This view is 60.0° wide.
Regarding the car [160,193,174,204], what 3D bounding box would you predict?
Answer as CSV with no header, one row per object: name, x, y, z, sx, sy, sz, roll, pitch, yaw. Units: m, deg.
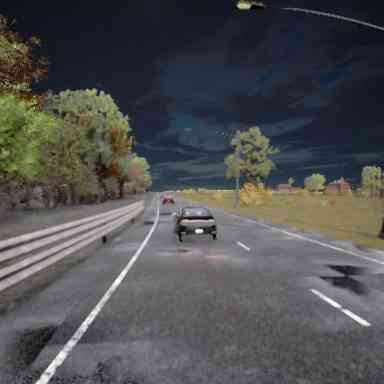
car,-4.274,1.418,59.730,1.882,1.535,5.008,0,0,-6

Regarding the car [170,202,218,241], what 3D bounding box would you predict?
car,0.067,1.477,16.789,2.128,1.511,4.902,0,0,-6
